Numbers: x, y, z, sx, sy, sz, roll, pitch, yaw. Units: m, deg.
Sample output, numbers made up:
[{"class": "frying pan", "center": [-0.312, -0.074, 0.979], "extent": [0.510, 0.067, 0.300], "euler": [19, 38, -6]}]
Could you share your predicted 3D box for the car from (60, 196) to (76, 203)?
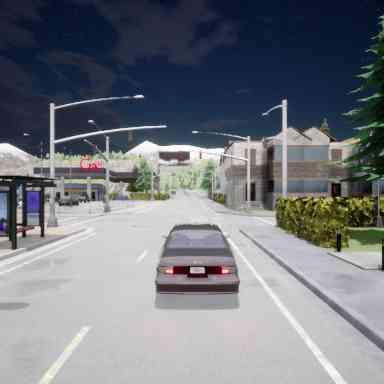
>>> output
[{"class": "car", "center": [-25.896, 1.552, 69.582], "extent": [1.970, 1.475, 3.806], "euler": [0, 0, 0]}]

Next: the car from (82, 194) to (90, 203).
[{"class": "car", "center": [-22.571, 1.268, 68.977], "extent": [1.905, 1.878, 3.866], "euler": [0, 0, 0]}]

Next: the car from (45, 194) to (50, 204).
[{"class": "car", "center": [-25.842, 1.289, 61.103], "extent": [1.932, 1.855, 4.605], "euler": [0, 0, 0]}]

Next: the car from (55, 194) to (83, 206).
[{"class": "car", "center": [-18.882, 1.490, 51.105], "extent": [2.007, 1.523, 4.514], "euler": [0, 0, 0]}]

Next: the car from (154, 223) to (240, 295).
[{"class": "car", "center": [0.107, 1.547, 8.895], "extent": [2.033, 1.411, 5.357], "euler": [0, 0, 0]}]
